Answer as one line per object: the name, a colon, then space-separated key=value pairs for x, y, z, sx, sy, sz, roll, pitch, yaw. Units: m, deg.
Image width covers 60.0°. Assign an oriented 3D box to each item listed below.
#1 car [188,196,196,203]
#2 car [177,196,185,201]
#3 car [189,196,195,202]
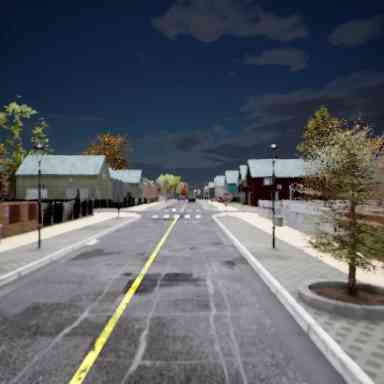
car: x=-0.004 y=1.948 z=81.276 sx=1.837 sy=1.490 sz=4.892 roll=0 pitch=-1 yaw=0
car: x=-2.754 y=1.664 z=86.285 sx=2.033 sy=1.411 sz=5.357 roll=0 pitch=-1 yaw=0
car: x=-0.004 y=1.931 z=92.115 sx=1.812 sy=1.442 sz=4.674 roll=0 pitch=-1 yaw=0
